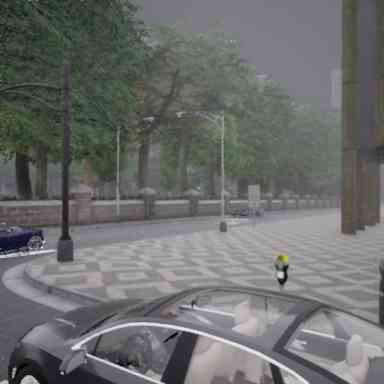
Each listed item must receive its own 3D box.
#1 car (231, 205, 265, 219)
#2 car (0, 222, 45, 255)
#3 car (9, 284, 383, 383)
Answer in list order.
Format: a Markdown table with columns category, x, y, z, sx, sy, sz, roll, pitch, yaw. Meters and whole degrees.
| category | x | y | z | sx | sy | sz | roll | pitch | yaw |
| --- | --- | --- | --- | --- | --- | --- | --- | --- | --- |
| car | 6.385 | 2.208 | 37.361 | 2.033 | 1.411 | 5.357 | 0 | -1 | 35 |
| car | -7.235 | 1.667 | 11.670 | 1.895 | 1.301 | 4.718 | 0 | -1 | 7 |
| car | 0.123 | 1.544 | 2.877 | 4.403 | 1.369 | 2.008 | 0 | 0 | 35 |
